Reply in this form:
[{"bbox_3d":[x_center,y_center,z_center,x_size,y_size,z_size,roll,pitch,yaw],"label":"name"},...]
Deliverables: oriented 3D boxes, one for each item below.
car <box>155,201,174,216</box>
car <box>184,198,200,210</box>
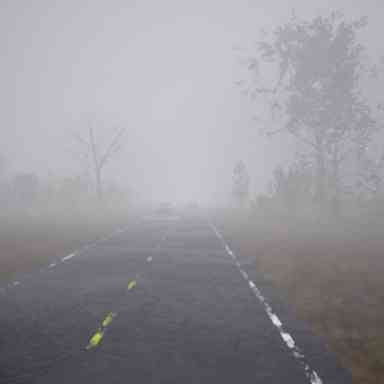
[{"bbox_3d":[-3.081,1.848,37.761,1.882,1.535,5.008,0,-1,0],"label":"car"},{"bbox_3d":[0.104,2.040,52.499,1.812,1.442,4.674,0,-1,0],"label":"car"}]
